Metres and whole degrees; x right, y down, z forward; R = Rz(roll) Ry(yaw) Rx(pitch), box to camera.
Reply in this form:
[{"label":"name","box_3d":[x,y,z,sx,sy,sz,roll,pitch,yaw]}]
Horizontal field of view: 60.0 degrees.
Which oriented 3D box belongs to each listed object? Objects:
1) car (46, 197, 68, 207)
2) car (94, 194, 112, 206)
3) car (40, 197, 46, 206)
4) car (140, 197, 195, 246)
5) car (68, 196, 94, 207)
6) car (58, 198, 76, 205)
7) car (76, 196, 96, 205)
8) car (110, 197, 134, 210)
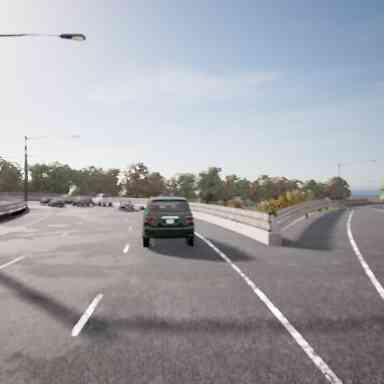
[{"label":"car","box_3d":[-21.524,1.652,52.996,1.812,1.442,4.674,0,0,-32]},{"label":"car","box_3d":[-15.029,1.313,55.753,2.150,2.045,5.566,0,0,-32]},{"label":"car","box_3d":[-26.354,1.664,60.596,1.837,1.490,4.892,0,0,-37]},{"label":"car","box_3d":[-1.217,1.232,15.501,2.150,2.045,5.566,0,0,-8]},{"label":"car","box_3d":[-17.937,1.599,53.810,2.128,1.511,4.902,0,0,-32]},{"label":"car","box_3d":[-23.490,1.757,62.606,1.895,1.301,4.718,0,0,-37]},{"label":"car","box_3d":[-20.590,1.597,64.568,2.128,1.511,4.902,0,0,-37]},{"label":"car","box_3d":[-8.931,1.657,43.297,1.895,1.301,4.718,0,0,-23]}]
